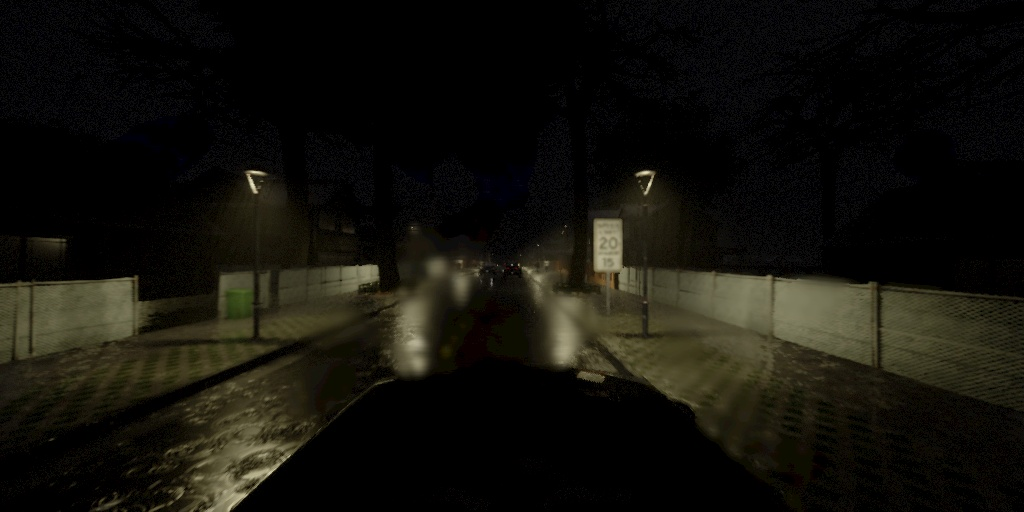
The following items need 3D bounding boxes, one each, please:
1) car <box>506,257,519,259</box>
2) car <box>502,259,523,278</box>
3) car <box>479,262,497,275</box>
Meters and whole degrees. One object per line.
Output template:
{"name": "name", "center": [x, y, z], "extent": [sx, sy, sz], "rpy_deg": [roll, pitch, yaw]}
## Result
{"name": "car", "center": [0.045, 1.196, 47.089], "extent": [2.150, 2.045, 5.566], "rpy_deg": [0, 0, 0]}
{"name": "car", "center": [0.028, 1.374, 35.755], "extent": [2.128, 1.511, 4.902], "rpy_deg": [0, 0, 0]}
{"name": "car", "center": [-2.718, 1.418, 41.592], "extent": [2.128, 1.511, 4.902], "rpy_deg": [0, 0, 0]}
